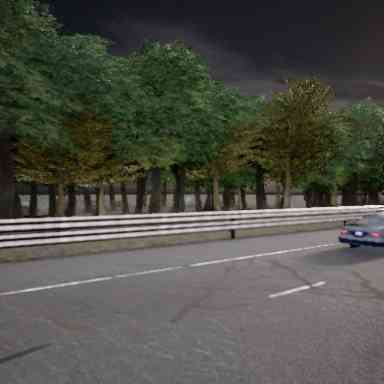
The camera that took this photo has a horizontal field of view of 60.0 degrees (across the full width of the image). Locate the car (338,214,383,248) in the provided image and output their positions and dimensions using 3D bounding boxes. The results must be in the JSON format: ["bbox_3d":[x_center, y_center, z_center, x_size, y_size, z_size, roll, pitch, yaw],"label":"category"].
[{"bbox_3d":[8.336,1.635,14.017,5.357,1.411,2.033,0,0,-36],"label":"car"}]
